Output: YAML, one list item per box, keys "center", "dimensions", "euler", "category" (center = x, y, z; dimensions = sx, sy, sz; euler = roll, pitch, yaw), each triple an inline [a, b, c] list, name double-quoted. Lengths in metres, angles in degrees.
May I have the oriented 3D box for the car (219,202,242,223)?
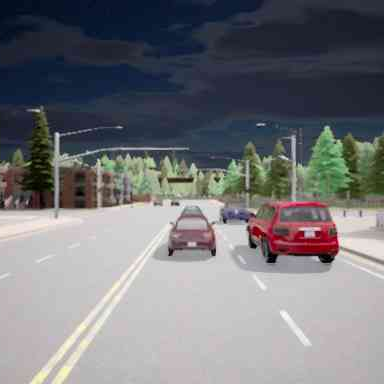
- center: [3.515, 1.660, 28.414]
  dimensions: [2.097, 1.767, 4.553]
  euler: [0, -1, 0]
  category: "car"

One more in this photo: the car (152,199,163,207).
- center: [-7.018, 2.246, 69.002]
  dimensions: [1.837, 1.490, 4.892]
  euler: [0, -1, 0]
  category: "car"

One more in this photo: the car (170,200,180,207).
- center: [-3.518, 2.341, 68.965]
  dimensions: [1.895, 1.301, 4.718]
  euler: [0, -1, 0]
  category: "car"

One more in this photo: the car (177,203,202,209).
- center: [0.016, 1.875, 28.559]
  dimensions: [1.994, 1.385, 4.181]
  euler: [0, -1, 1]
  category: "car"

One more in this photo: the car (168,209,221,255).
- center: [0.017, 1.677, 13.885]
  dimensions: [1.812, 1.442, 4.674]
  euler: [0, 0, 0]
  category: "car"

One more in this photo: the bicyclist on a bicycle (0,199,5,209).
- center: [-28.833, 1.852, 50.621]
  dimensions: [0.582, 1.620, 1.656]
  euler: [0, 0, -1]
  category: "bicyclist on a bicycle"

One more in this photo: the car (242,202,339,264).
- center: [3.504, 1.362, 12.538]
  dimensions: [2.150, 2.045, 5.566]
  euler: [0, 0, 0]
  category: "car"
